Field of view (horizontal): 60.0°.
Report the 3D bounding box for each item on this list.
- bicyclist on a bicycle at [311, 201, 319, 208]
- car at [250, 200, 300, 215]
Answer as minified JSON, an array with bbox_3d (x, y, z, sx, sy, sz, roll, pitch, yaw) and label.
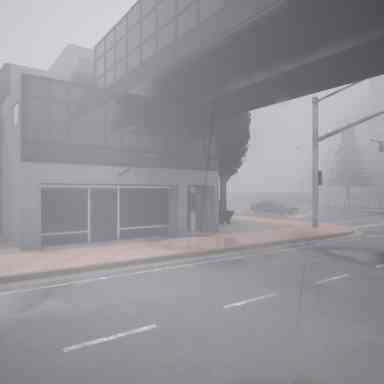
[{"bbox_3d":[15.781,1.301,42.744,1.656,1.620,0.582,0,0,-36],"label":"bicyclist on a bicycle"},{"bbox_3d":[8.359,1.547,34.252,2.033,1.411,5.357,0,0,-36],"label":"car"}]
